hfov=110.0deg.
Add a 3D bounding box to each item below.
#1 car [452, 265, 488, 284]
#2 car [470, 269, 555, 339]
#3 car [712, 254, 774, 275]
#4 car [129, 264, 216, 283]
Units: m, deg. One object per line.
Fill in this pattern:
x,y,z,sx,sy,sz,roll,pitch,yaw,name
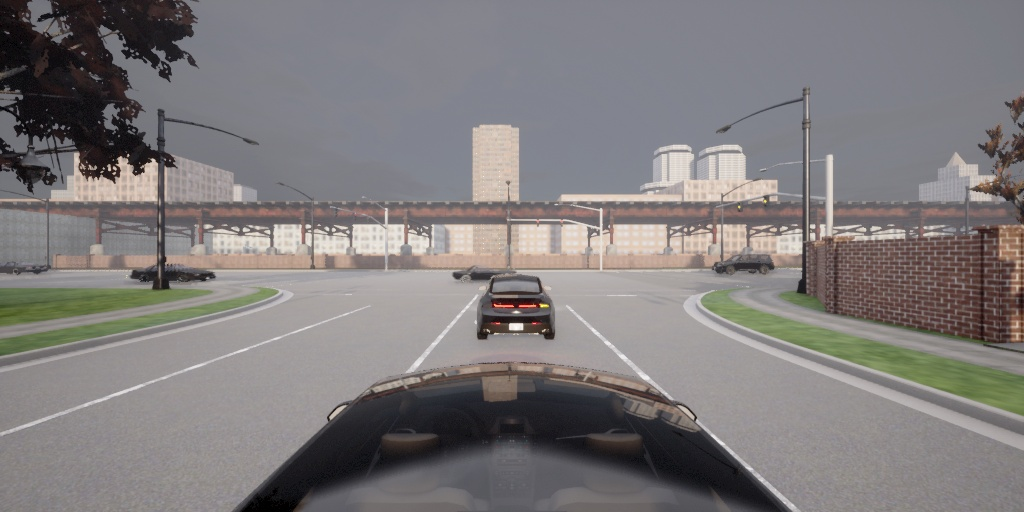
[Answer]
-1.936,1.336,26.628,4.718,1.301,1.895,0,0,2,car
0.093,1.256,10.028,1.837,1.490,4.892,0,0,0,car
23.556,0.835,36.631,5.566,2.045,2.150,-1,0,3,car
-25.743,1.297,27.273,5.357,1.411,2.033,0,0,2,car
